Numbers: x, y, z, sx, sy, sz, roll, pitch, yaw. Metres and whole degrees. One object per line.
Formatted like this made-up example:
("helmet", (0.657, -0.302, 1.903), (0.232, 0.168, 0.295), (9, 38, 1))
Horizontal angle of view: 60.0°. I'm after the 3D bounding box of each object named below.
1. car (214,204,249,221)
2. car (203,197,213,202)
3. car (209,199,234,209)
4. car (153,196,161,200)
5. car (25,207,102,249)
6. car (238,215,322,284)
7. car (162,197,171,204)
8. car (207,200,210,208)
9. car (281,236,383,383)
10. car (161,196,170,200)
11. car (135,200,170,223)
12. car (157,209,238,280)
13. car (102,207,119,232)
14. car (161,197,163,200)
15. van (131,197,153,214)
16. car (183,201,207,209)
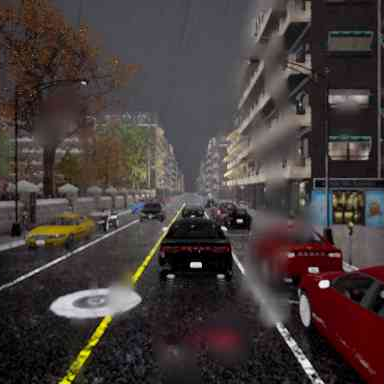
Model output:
("car", (2.671, 1.658, 20.636), (1.947, 1.339, 4.313), (0, 0, 0))
("car", (2.652, 1.786, 48.311), (1.947, 1.339, 4.313), (0, 0, 0))
("car", (2.666, 1.557, 26.171), (1.967, 1.590, 4.097), (0, 0, 0))
("car", (-5.727, 1.509, 42.770), (2.192, 1.841, 5.009), (0, 0, 0))
("car", (-5.705, 1.591, 14.924), (1.752, 1.417, 4.829), (0, 0, 0))
("car", (2.679, 1.587, 9.565), (1.887, 1.381, 4.507), (0, 0, 0))
("car", (-5.748, 1.936, 75.980), (1.802, 1.307, 4.206), (0, 0, 0))
("car", (2.663, 1.708, 31.706), (1.947, 1.339, 4.313), (0, 0, 0))
("car", (2.683, 1.562, 4.030), (1.887, 1.381, 4.507), (0, 0, 0))
("car", (-5.738, 1.588, 59.376), (2.192, 1.841, 5.009), (0, 0, 0))
("car", (-3.116, 1.626, 27.155), (1.837, 1.490, 4.892), (0, 0, 0))
("car", (0.090, 1.522, 10.131), (1.882, 1.535, 5.008), (0, 0, 0))
("car", (-5.709, 1.643, 20.629), (2.008, 1.369, 4.403), (0, 0, 0))
("car", (-5.729, 1.771, 48.304), (2.008, 1.369, 4.403), (0, 0, 0))
("van", (-5.722, 1.509, 37.234), (1.690, 1.788, 3.998), (0, 0, 0))
("car", (0.078, 1.733, 29.391), (1.895, 1.301, 4.718), (0, 0, 0))
